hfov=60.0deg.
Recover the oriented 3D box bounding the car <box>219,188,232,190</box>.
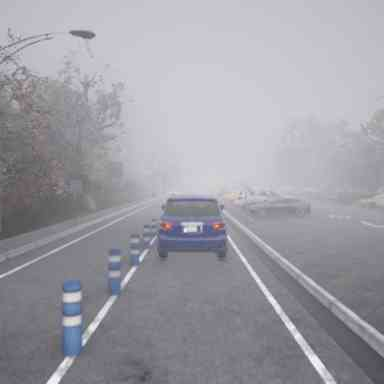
[{"bbox_3d":[6.773,0.590,45.520,5.366,1.575,1.946,0,2,0],"label":"car"}]

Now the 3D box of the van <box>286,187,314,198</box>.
[{"bbox_3d":[20.056,0.021,61.850,4.442,1.987,1.878,0,1,0],"label":"van"}]

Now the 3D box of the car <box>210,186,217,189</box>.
[{"bbox_3d":[6.978,0.094,70.369,5.366,1.575,1.946,0,1,0],"label":"car"}]

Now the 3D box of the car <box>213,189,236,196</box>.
[{"bbox_3d":[7.193,0.047,73.143,4.892,1.521,2.231,0,1,0],"label":"car"}]

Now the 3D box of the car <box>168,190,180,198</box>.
[{"bbox_3d":[-3.219,0.342,59.320,1.812,1.442,4.674,0,1,1],"label":"car"}]

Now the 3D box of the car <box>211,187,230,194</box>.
[{"bbox_3d":[7.246,-0.285,84.243,4.553,1.767,2.185,0,1,0],"label":"car"}]

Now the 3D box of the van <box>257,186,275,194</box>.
[{"bbox_3d":[20.541,-0.541,92.315,4.442,1.987,1.878,0,1,0],"label":"van"}]

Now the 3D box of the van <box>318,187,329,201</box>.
[{"bbox_3d":[20.154,0.363,45.363,4.442,1.987,1.878,0,1,0],"label":"van"}]

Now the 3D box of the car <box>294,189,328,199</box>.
[{"bbox_3d":[20.133,0.349,56.314,5.008,1.535,2.097,0,1,0],"label":"car"}]

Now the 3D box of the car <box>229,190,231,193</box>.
[{"bbox_3d":[6.895,0.821,37.073,4.892,1.521,2.231,0,2,0],"label":"car"}]

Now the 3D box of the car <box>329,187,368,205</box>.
[{"bbox_3d":[20.019,0.489,39.701,5.566,2.045,2.435,0,2,0],"label":"car"}]

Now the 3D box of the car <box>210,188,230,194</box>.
[{"bbox_3d":[7.295,-0.210,87.021,5.008,1.535,2.097,0,1,0],"label":"car"}]

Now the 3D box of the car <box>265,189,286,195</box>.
[{"bbox_3d":[20.331,-0.071,81.241,4.674,1.452,2.002,0,1,0],"label":"car"}]

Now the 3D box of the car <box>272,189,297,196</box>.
[{"bbox_3d":[20.259,0.042,72.933,5.008,1.535,2.097,0,1,0],"label":"car"}]

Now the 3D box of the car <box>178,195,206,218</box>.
[{"bbox_3d":[0.023,1.070,26.251,2.033,1.411,5.357,0,1,0],"label":"car"}]

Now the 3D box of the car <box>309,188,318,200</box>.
[{"bbox_3d":[20.089,0.550,48.140,4.792,1.488,2.163,0,1,0],"label":"car"}]

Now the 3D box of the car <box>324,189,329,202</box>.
[{"bbox_3d":[19.985,0.695,42.477,4.792,1.488,2.163,0,2,0],"label":"car"}]

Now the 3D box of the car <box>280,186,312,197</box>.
[{"bbox_3d":[20.168,-0.056,64.618,5.566,2.045,2.435,0,1,0],"label":"car"}]

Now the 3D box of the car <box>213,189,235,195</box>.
[{"bbox_3d":[7.203,-0.005,75.918,4.892,1.521,2.231,0,1,0],"label":"car"}]

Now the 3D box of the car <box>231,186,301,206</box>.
[{"bbox_3d":[6.871,0.719,31.515,5.566,2.045,2.435,0,2,0],"label":"car"}]

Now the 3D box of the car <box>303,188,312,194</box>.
[{"bbox_3d":[20.111,0.489,50.778,4.792,1.488,2.163,0,1,0],"label":"car"}]

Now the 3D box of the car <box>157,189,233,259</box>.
[{"bbox_3d":[0.029,1.065,12.065,2.150,2.045,5.566,0,2,0],"label":"car"}]

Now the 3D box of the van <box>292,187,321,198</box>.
[{"bbox_3d":[20.267,0.072,59.079,4.442,1.987,1.878,0,1,0],"label":"van"}]

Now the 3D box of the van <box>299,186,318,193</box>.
[{"bbox_3d":[19.996,0.177,53.526,4.442,1.987,1.878,0,1,0],"label":"van"}]

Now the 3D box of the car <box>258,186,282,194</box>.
[{"bbox_3d":[20.352,-0.466,86.901,5.566,2.045,2.435,0,1,0],"label":"car"}]

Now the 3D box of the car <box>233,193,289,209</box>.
[{"bbox_3d":[7.051,0.892,34.296,5.366,1.575,1.946,0,2,0],"label":"car"}]

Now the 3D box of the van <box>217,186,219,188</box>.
[{"bbox_3d":[7.188,0.076,59.260,4.442,1.987,1.878,0,1,0],"label":"van"}]

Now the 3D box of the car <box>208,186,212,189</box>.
[{"bbox_3d":[7.047,-0.060,78.695,5.366,1.575,1.946,0,1,0],"label":"car"}]

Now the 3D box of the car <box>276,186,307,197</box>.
[{"bbox_3d":[20.191,-0.107,67.388,5.566,2.045,2.435,0,1,0],"label":"car"}]

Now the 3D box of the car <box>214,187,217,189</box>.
[{"bbox_3d":[7.088,0.229,64.817,4.792,1.488,2.163,0,1,0],"label":"car"}]

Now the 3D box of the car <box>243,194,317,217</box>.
[{"bbox_3d":[6.767,1.151,25.973,4.792,1.488,2.163,0,2,0],"label":"car"}]

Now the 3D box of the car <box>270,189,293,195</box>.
[{"bbox_3d":[20.291,0.029,75.827,4.674,1.452,2.002,0,1,0],"label":"car"}]

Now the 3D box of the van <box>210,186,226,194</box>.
[{"bbox_3d":[7.230,-0.538,92.569,4.442,1.987,1.878,0,1,0],"label":"van"}]

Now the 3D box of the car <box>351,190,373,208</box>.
[{"bbox_3d":[19.759,0.888,34.172,5.366,1.575,1.946,0,2,0],"label":"car"}]

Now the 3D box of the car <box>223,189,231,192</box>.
[{"bbox_3d":[6.726,0.742,39.849,5.366,1.575,1.946,0,2,0],"label":"car"}]

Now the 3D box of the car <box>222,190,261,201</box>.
[{"bbox_3d":[7.165,0.524,48.169,5.366,1.575,1.946,0,1,0],"label":"car"}]

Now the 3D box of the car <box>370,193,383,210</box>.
[{"bbox_3d":[19.919,1.006,31.403,4.674,1.452,2.002,0,2,0],"label":"car"}]

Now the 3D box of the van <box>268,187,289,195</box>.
[{"bbox_3d":[20.428,-0.288,78.592,4.442,1.987,1.878,0,1,0],"label":"van"}]

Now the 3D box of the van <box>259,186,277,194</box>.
[{"bbox_3d":[20.520,-0.492,89.670,4.442,1.987,1.878,0,1,0],"label":"van"}]

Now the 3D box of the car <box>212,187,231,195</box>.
[{"bbox_3d":[7.224,-0.234,81.468,4.553,1.767,2.185,0,1,0],"label":"car"}]

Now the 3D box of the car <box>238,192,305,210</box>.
[{"bbox_3d":[6.825,1.046,28.747,5.008,1.535,2.097,0,2,0],"label":"car"}]
